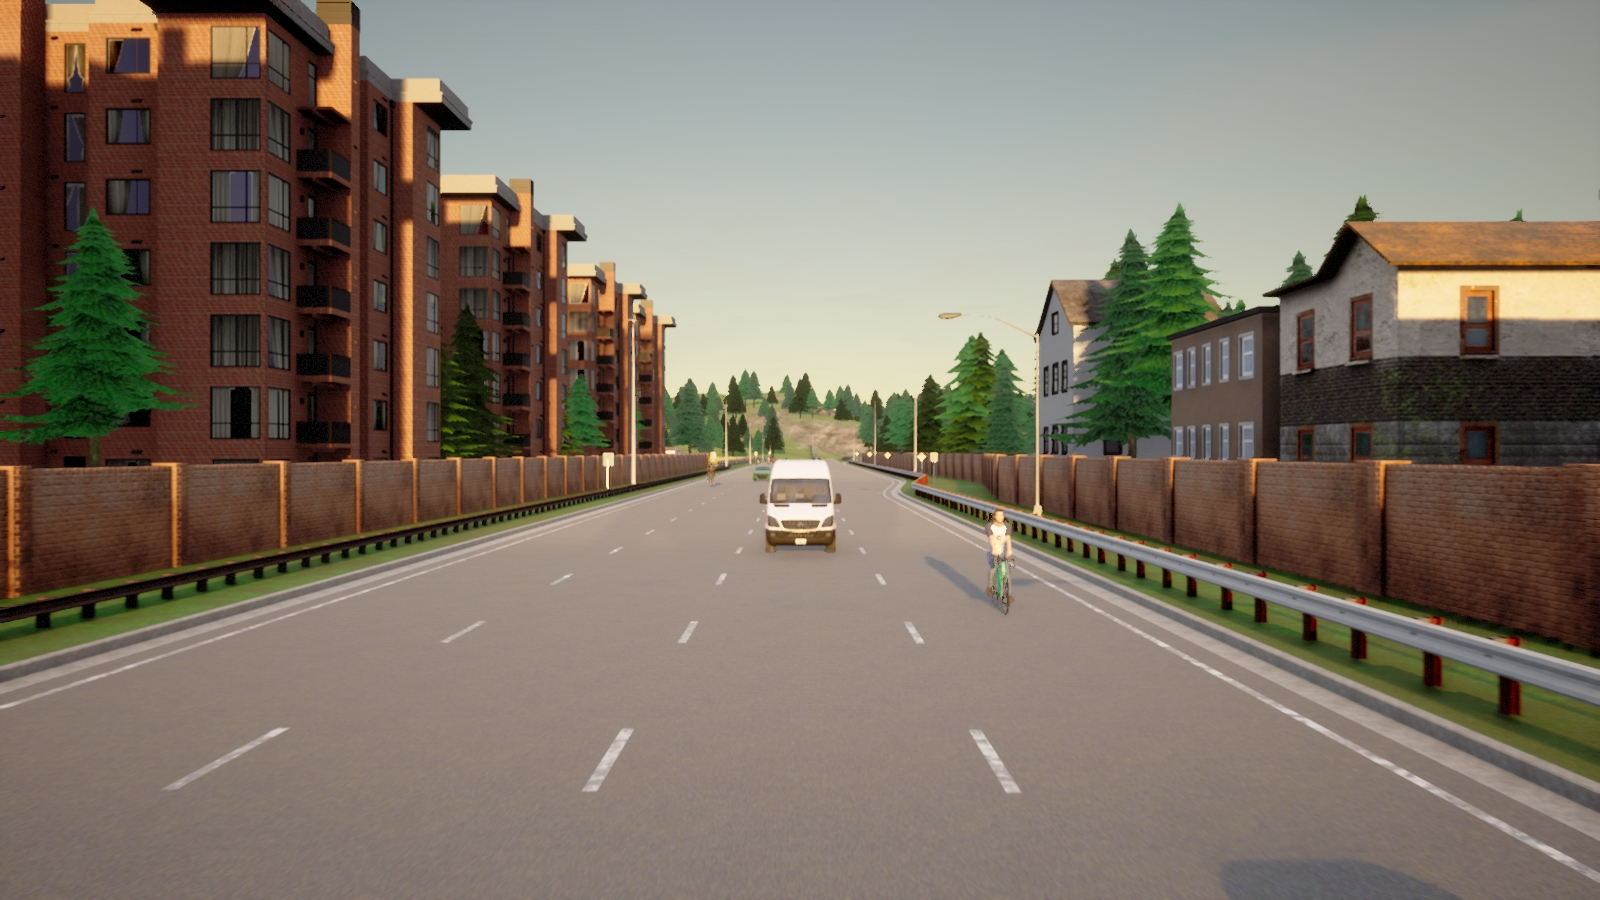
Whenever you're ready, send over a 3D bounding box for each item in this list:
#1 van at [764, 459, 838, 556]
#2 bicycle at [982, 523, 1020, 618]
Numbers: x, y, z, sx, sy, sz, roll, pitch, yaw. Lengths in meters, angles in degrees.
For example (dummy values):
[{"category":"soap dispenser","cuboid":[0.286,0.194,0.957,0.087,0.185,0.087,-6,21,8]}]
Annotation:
[{"category":"van","cuboid":[0.023,1.579,33.615,1.988,2.561,5.915,0,0,0]},{"category":"bicycle","cuboid":[3.519,2.084,20.073,0.373,1.496,1.643,0,0,0]}]
